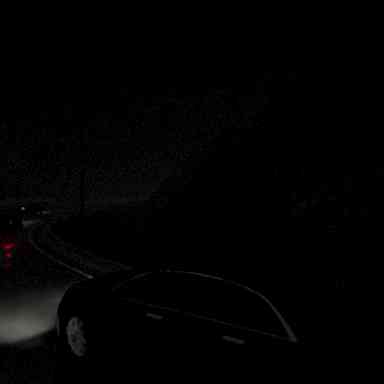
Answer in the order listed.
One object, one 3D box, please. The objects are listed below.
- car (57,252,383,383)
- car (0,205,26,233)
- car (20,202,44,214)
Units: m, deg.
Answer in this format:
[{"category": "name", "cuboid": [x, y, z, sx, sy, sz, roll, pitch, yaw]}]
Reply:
[{"category": "car", "cuboid": [0.183, 1.537, 4.193, 4.892, 1.490, 1.837, 0, 0, 39]}, {"category": "car", "cuboid": [-11.419, 1.721, 20.078, 1.895, 1.301, 4.718, 0, 0, -23]}, {"category": "car", "cuboid": [-18.480, 1.795, 37.915, 1.994, 1.385, 4.181, 0, 0, -7]}]
